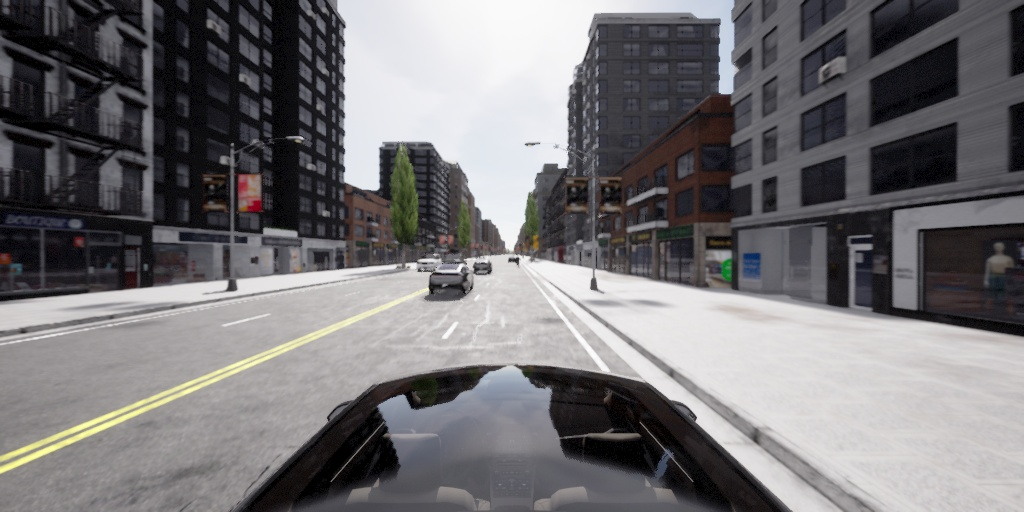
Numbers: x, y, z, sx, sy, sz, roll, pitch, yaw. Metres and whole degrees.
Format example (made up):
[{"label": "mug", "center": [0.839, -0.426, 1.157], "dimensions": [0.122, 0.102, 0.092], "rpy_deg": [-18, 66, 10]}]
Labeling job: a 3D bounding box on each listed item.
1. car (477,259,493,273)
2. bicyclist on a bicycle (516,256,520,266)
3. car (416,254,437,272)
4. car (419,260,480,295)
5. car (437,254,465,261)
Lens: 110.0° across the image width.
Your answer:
[{"label": "car", "center": [-3.137, 1.064, 39.013], "dimensions": [2.128, 1.511, 4.902], "rpy_deg": [0, 0, 0]}, {"label": "bicyclist on a bicycle", "center": [0.911, 0.862, 53.632], "dimensions": [0.659, 1.776, 1.843], "rpy_deg": [0, 0, 0]}, {"label": "car", "center": [-9.818, 0.774, 43.004], "dimensions": [2.150, 2.045, 5.566], "rpy_deg": [0, 0, 0]}, {"label": "car", "center": [-3.146, 1.165, 19.213], "dimensions": [2.128, 1.511, 4.902], "rpy_deg": [0, 0, 0]}, {"label": "car", "center": [-6.569, 0.786, 40.764], "dimensions": [2.150, 2.045, 5.566], "rpy_deg": [0, 0, 0]}]
